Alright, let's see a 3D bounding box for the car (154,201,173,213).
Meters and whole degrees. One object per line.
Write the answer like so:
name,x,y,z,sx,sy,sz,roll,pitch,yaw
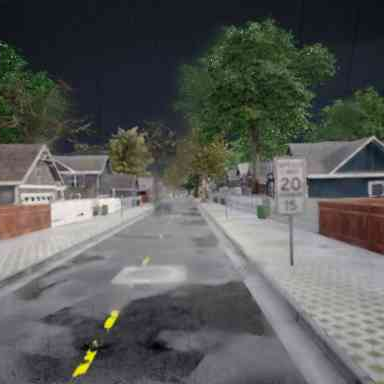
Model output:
car,-3.226,1.652,38.067,1.895,1.301,4.718,-1,0,-1
